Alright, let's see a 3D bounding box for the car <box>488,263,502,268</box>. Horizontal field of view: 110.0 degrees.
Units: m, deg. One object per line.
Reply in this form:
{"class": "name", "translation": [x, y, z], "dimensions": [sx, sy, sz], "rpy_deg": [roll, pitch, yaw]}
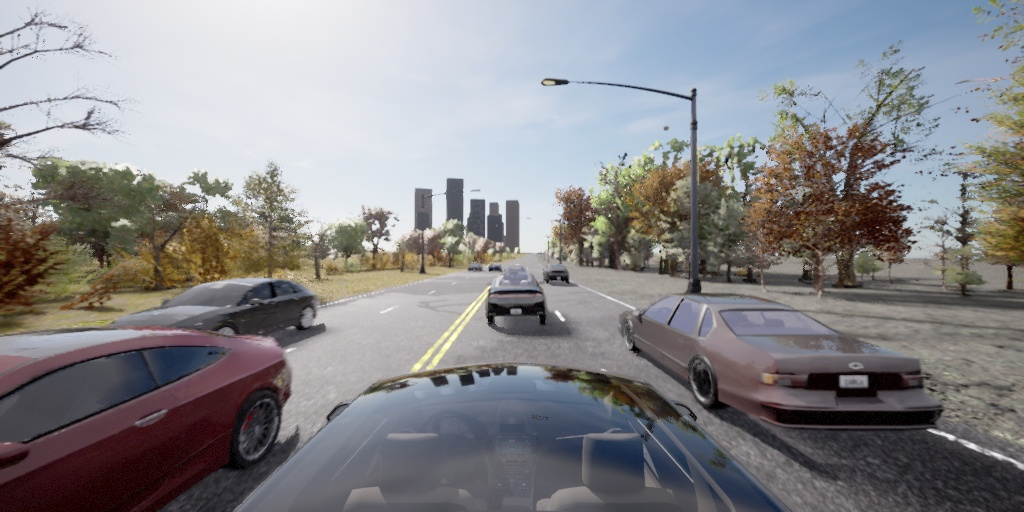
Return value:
{"class": "car", "translation": [-2.484, 1.726, 53.535], "dimensions": [1.895, 1.301, 4.718], "rpy_deg": [0, 0, 2]}

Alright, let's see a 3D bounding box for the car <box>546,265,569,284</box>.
{"class": "car", "translation": [3.610, 1.453, 29.841], "dimensions": [1.837, 1.490, 4.892], "rpy_deg": [1, 0, 1]}

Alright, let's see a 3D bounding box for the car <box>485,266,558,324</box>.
{"class": "car", "translation": [0.129, 1.320, 12.403], "dimensions": [2.128, 1.511, 4.902], "rpy_deg": [-1, 0, 0]}

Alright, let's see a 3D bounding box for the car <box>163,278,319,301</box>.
{"class": "car", "translation": [-6.576, 1.315, 8.566], "dimensions": [1.837, 1.490, 4.892], "rpy_deg": [0, 0, 0]}

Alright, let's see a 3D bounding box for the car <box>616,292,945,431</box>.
{"class": "car", "translation": [3.383, 1.325, 6.063], "dimensions": [2.033, 1.411, 5.357], "rpy_deg": [0, -1, 0]}

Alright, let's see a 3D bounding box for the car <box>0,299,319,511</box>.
{"class": "car", "translation": [-3.340, 1.280, 2.190], "dimensions": [1.812, 1.442, 4.674], "rpy_deg": [0, -1, 0]}

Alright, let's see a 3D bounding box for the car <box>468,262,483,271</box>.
{"class": "car", "translation": [-5.641, 1.703, 56.073], "dimensions": [1.994, 1.385, 4.181], "rpy_deg": [0, 0, 2]}

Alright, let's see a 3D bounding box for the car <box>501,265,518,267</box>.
{"class": "car", "translation": [0.359, 1.491, 30.585], "dimensions": [1.994, 1.385, 4.181], "rpy_deg": [0, 0, 1]}
